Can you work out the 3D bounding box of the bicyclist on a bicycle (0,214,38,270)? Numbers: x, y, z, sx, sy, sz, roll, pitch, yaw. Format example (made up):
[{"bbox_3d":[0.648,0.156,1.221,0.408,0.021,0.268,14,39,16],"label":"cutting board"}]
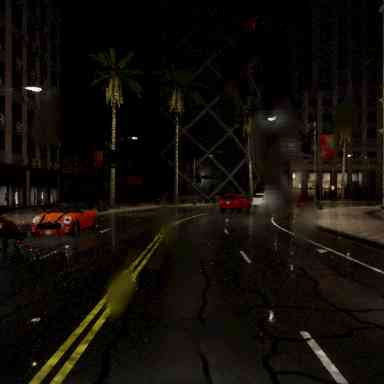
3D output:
[{"bbox_3d":[-5.276,1.455,9.580,1.656,1.620,0.582,-2,0,1],"label":"bicyclist on a bicycle"}]

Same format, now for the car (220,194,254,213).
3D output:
[{"bbox_3d":[4.866,1.221,36.984,2.150,2.045,5.566,0,0,25],"label":"car"}]

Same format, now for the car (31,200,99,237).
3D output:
[{"bbox_3d":[-6.730,1.352,18.071,2.097,1.767,4.553,0,0,3],"label":"car"}]

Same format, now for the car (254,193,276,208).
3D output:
[{"bbox_3d":[10.486,1.221,45.966,2.150,2.045,5.566,0,0,42],"label":"car"}]

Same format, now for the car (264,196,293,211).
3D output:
[{"bbox_3d":[10.683,1.526,40.079,1.812,1.442,4.674,0,0,32],"label":"car"}]

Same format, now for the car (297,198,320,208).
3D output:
[{"bbox_3d":[16.555,1.564,46.944,4.181,1.385,1.994,0,0,-43],"label":"car"}]
